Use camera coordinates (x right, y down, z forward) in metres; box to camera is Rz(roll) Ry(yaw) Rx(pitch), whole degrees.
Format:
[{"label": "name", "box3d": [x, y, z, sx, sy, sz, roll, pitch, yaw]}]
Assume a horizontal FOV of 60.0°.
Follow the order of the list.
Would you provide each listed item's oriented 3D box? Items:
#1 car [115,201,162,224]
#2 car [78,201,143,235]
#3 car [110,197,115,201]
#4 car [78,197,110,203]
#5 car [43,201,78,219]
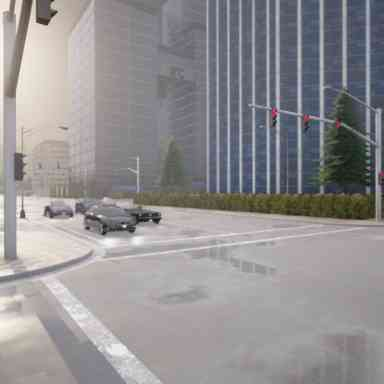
[{"label": "car", "box3d": [-4.017, 1.613, 24.244, 1.895, 1.301, 4.718, 0, 0, -34]}, {"label": "car", "box3d": [-4.845, 1.529, 19.203, 1.837, 1.490, 4.892, 0, 0, -34]}, {"label": "car", "box3d": [-12.897, 1.508, 50.224, 1.812, 1.442, 4.674, 0, 0, -33]}, {"label": "car", "box3d": [-10.400, 1.364, 33.764, 2.097, 1.767, 4.553, 0, 0, -34]}, {"label": "car", "box3d": [-12.089, 1.548, 29.989, 1.812, 1.442, 4.674, 0, 1, -34]}]
